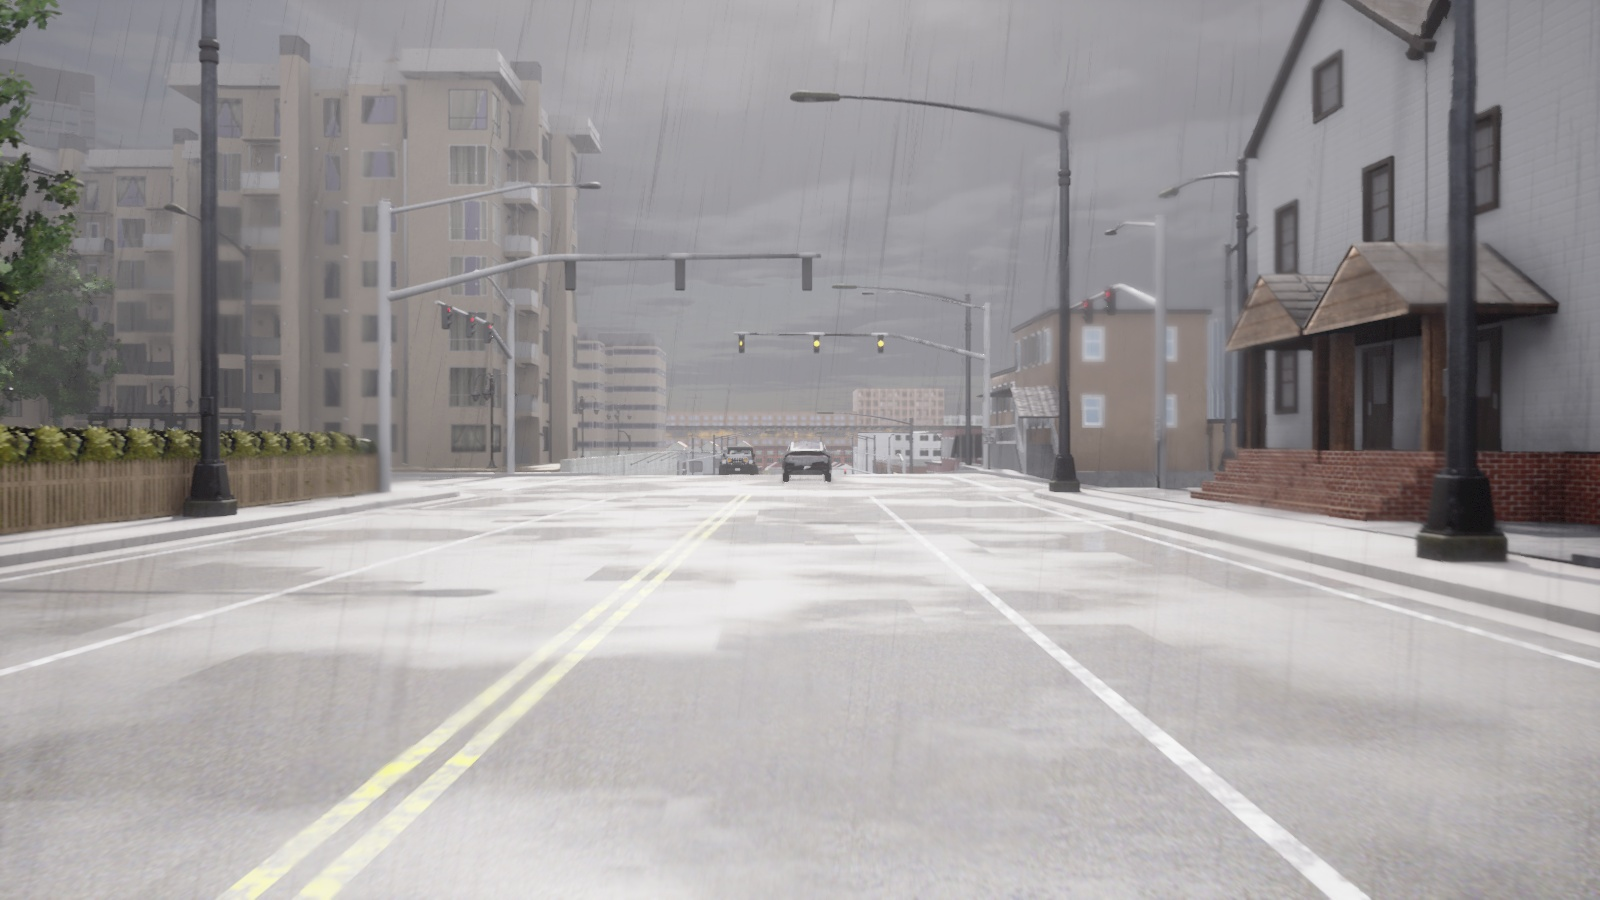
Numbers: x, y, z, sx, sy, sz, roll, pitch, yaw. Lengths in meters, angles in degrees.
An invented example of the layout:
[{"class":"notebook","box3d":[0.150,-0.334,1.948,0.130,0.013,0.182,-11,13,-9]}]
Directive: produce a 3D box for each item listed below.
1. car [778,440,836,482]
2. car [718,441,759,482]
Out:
[{"class":"car","box3d":[0.272,0.371,48.114,2.128,1.511,4.902,0,1,0]},{"class":"car","box3d":[-3.141,0.645,64.677,1.905,1.878,3.866,0,-4,0]}]
